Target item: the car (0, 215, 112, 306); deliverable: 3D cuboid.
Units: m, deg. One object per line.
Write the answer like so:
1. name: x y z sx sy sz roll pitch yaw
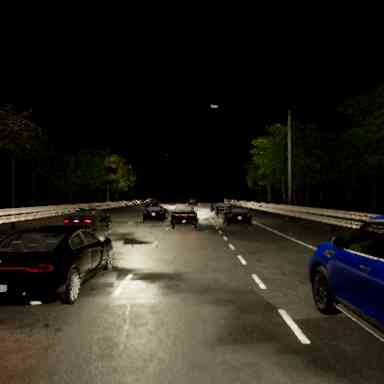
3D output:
1. car: -3.397 1.584 8.389 1.882 1.535 5.008 0 -1 0

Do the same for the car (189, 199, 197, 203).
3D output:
1. car: 0.179 2.490 74.907 1.994 1.385 4.181 0 -1 0

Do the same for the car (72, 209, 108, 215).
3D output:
1. car: -6.874 1.829 22.339 2.033 1.411 5.357 0 -1 0

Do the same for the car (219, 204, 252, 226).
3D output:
1. car: 3.544 1.899 26.578 1.994 1.385 4.181 0 -1 0

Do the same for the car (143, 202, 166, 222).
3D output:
1. car: -3.345 1.954 30.910 1.994 1.385 4.181 0 -1 0

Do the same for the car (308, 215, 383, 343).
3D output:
1. car: 3.502 1.281 4.638 2.150 2.045 5.566 0 -1 0

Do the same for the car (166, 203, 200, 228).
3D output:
1. car: -0.471 1.806 24.846 2.128 1.511 4.902 0 -1 2

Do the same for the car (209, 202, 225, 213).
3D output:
1. car: 3.606 2.158 48.576 2.033 1.411 5.357 0 -1 0

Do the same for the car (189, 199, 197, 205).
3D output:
1. car: 0.207 2.583 84.605 2.128 1.511 4.902 0 -1 0

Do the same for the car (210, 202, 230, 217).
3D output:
1. car: 3.575 1.966 37.578 2.128 1.511 4.902 0 -1 0
